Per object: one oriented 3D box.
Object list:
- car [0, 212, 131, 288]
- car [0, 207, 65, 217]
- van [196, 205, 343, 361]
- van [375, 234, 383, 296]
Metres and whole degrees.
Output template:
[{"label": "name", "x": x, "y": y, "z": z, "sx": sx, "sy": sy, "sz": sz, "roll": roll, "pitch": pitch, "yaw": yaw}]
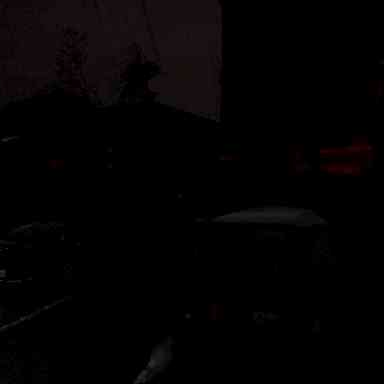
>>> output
[{"label": "car", "x": -3.398, "y": 1.481, "z": 9.359, "sx": 2.231, "sy": 1.521, "sz": 4.892, "roll": 0, "pitch": -1, "yaw": 15}, {"label": "car", "x": -5.803, "y": 1.352, "z": 11.111, "sx": 2.185, "sy": 1.767, "sz": 4.553, "roll": 1, "pitch": -1, "yaw": 16}, {"label": "van", "x": 1.446, "y": 1.261, "z": 6.045, "sx": 1.878, "sy": 1.987, "sz": 4.442, "roll": 0, "pitch": -1, "yaw": 15}, {"label": "van", "x": 3.855, "y": 1.263, "z": 4.327, "sx": 1.878, "sy": 1.987, "sz": 4.442, "roll": 0, "pitch": -1, "yaw": 15}]
